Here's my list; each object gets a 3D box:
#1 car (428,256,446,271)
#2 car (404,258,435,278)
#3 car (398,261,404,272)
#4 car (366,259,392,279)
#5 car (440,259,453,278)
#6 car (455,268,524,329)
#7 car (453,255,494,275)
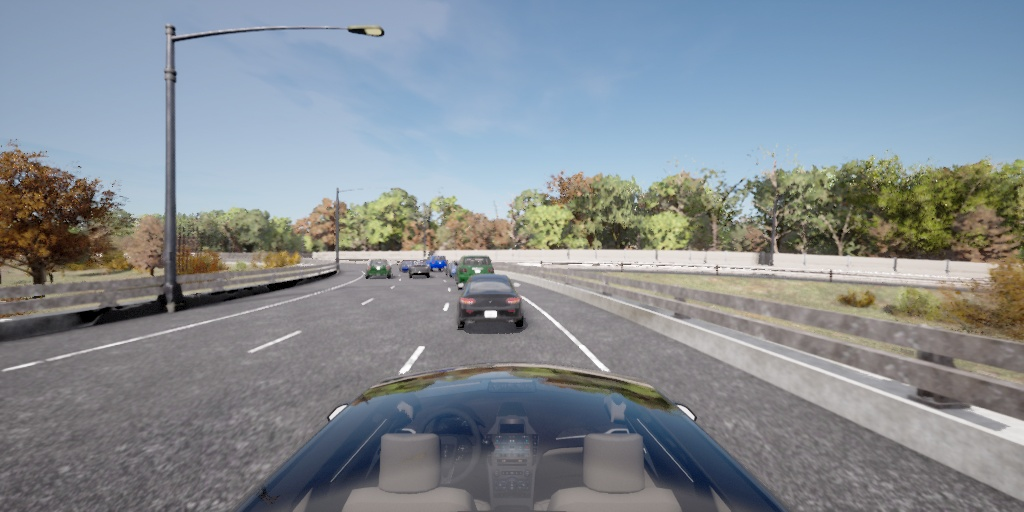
[{"bbox_3d":[-9.893,0.972,46.472,2.150,2.045,5.566,0,0,-24],"label":"car"},{"bbox_3d":[-8.921,1.244,34.216,2.128,1.511,4.902,0,0,-17],"label":"car"},{"bbox_3d":[-13.144,1.319,45.169,1.994,1.385,4.181,0,0,-24],"label":"car"},{"bbox_3d":[-12.337,1.109,33.385,2.097,1.767,4.553,0,0,-18],"label":"car"},{"bbox_3d":[-5.425,1.297,34.764,2.033,1.411,5.357,0,0,-17],"label":"car"},{"bbox_3d":[-0.702,1.275,11.157,1.812,1.442,4.674,0,0,-4],"label":"car"},{"bbox_3d":[-2.423,0.970,22.794,2.150,2.045,5.566,0,0,-11],"label":"car"}]
